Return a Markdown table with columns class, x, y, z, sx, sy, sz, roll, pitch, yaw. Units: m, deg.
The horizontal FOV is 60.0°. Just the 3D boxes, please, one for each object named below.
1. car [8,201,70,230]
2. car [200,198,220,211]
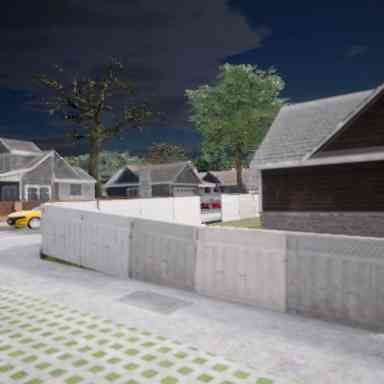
| class | x | y | z | sx | sy | sz | roll | pitch | yaw |
| --- | --- | --- | --- | --- | --- | --- | --- | --- | --- |
| car | -8.618 | 1.355 | 20.527 | 1.882 | 1.535 | 5.008 | -2 | -1 | 36 |
| car | 2.012 | 1.258 | 35.016 | 1.895 | 1.301 | 4.718 | -2 | -1 | 36 |
